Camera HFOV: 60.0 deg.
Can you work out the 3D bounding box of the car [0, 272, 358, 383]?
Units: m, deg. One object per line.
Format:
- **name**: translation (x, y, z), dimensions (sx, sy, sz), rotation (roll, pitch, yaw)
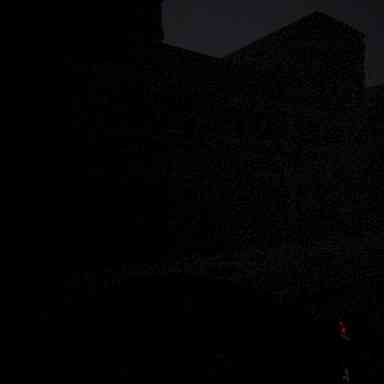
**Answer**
- **car**: translation (-0.290, 1.579, 3.173), dimensions (4.181, 1.385, 1.994), rotation (1, 0, -36)
